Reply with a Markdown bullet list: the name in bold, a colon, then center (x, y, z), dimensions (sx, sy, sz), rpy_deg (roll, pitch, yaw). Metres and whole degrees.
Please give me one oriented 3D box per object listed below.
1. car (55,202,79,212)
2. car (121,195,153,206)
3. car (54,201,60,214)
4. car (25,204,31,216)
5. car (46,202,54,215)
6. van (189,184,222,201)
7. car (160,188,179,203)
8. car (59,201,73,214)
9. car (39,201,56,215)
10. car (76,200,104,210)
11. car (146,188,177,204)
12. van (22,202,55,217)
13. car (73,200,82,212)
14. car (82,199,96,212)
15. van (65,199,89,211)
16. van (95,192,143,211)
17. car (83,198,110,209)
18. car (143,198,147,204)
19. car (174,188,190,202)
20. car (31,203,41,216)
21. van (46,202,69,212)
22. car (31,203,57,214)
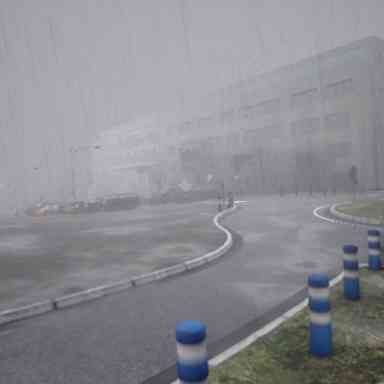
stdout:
- **car**: center (-28.963, 3.397, 77.172), dimensions (4.553, 1.767, 2.185), rpy_deg (-6, 0, -45)
- **car**: center (-9.437, 1.454, 57.286), dimensions (4.792, 1.488, 2.163), rpy_deg (-6, 0, -45)
- **car**: center (-16.116, 2.145, 46.536), dimensions (4.792, 1.488, 2.163), rpy_deg (-6, 0, -45)
- **car**: center (-23.895, 2.699, 54.353), dimensions (5.566, 2.045, 2.435), rpy_deg (-6, 0, -45)
- **car**: center (-18.081, 2.367, 48.503), dimensions (4.674, 1.452, 2.002), rpy_deg (-6, 0, -45)
- **van**: center (2.294, 0.004, 45.435), dimensions (4.442, 1.987, 1.878), rpy_deg (-6, 1, -45)
- **car**: center (-1.698, 0.596, 49.353), dimensions (2.097, 1.535, 5.008), rpy_deg (-6, 0, 45)
- **car**: center (-14.322, 1.919, 44.399), dimensions (5.366, 1.575, 1.946), rpy_deg (-6, 0, -45)
- **car**: center (-19.945, 2.567, 50.401), dimensions (4.674, 1.452, 2.002), rpy_deg (-6, 0, -45)
- **car**: center (-21.171, 2.687, 69.191), dimensions (4.892, 1.521, 2.231), rpy_deg (-6, 0, -45)
- **car**: center (-3.654, 0.550, 51.280), dimensions (5.566, 2.045, 2.435), rpy_deg (-6, 0, -45)
- **van**: center (-25.905, 2.940, 56.278), dimensions (4.442, 1.987, 1.878), rpy_deg (-6, 0, -45)
- **car**: center (-12.143, 1.562, 42.474), dimensions (4.553, 1.767, 2.185), rpy_deg (-6, 0, -45)
- **car**: center (-10.207, 1.484, 40.462), dimensions (5.008, 1.535, 2.097), rpy_deg (-6, 0, -45)
- **van**: center (-25.175, 2.889, 73.091), dimensions (4.442, 1.987, 1.878), rpy_deg (-6, 0, -45)
- **van**: center (-8.368, 1.083, 38.408), dimensions (4.442, 1.987, 1.878), rpy_deg (-6, 1, -45)
- **car**: center (-19.253, 2.353, 67.186), dimensions (4.553, 1.767, 2.185), rpy_deg (-6, 0, -45)
- **car**: center (-5.576, 1.039, 53.268), dimensions (4.792, 1.488, 2.163), rpy_deg (-6, 0, -45)
- **car**: center (0.307, 0.431, 47.359), dimensions (4.792, 1.488, 2.163), rpy_deg (-6, 0, -45)
- **car**: center (-21.856, 2.730, 52.606), dimensions (5.366, 1.575, 1.946), rpy_deg (-6, 0, -45)
- **van**: center (-32.814, 3.711, 81.209), dimensions (4.442, 1.987, 1.878), rpy_deg (-6, 0, -45)
- **car**: center (-38.734, 4.321, 87.112), dimensions (5.566, 2.045, 2.435), rpy_deg (-6, 0, -45)
